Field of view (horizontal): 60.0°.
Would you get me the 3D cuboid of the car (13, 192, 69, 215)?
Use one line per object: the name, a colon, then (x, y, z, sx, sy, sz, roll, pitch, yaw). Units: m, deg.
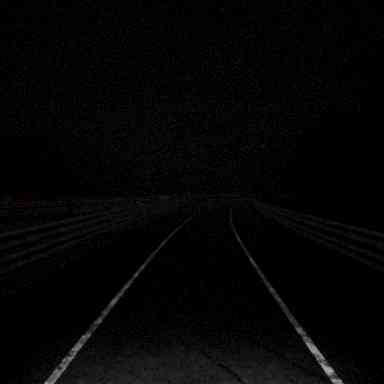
car: (-14.389, 1.037, 32.010, 2.150, 2.045, 5.566, 0, 0, 22)

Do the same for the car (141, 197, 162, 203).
car: (-6.294, 1.444, 51.955, 1.812, 1.442, 4.674, 0, 0, 22)

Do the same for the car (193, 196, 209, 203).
car: (2.008, 1.561, 72.402, 2.033, 1.411, 5.357, 0, 0, 22)
